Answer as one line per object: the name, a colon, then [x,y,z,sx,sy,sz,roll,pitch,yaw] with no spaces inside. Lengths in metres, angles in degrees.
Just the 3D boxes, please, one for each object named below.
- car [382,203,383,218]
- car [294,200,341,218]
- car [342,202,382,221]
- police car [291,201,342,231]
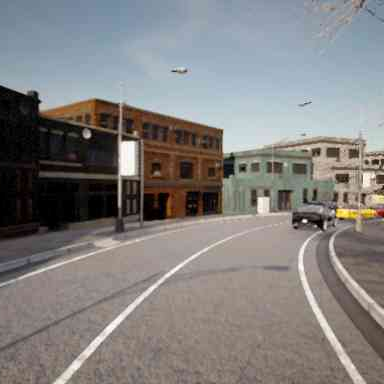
car: [18.513,1.814,32.061,4.674,1.442,1.812,1,1,-35]
car: [12.529,1.616,33.010,4.902,1.511,2.128,1,1,-39]
car: [14.250,1.660,28.704,5.366,1.575,1.801,1,1,-42]
police car: [8.050,1.523,21.628,1.930,1.638,5.238,1,0,34]
